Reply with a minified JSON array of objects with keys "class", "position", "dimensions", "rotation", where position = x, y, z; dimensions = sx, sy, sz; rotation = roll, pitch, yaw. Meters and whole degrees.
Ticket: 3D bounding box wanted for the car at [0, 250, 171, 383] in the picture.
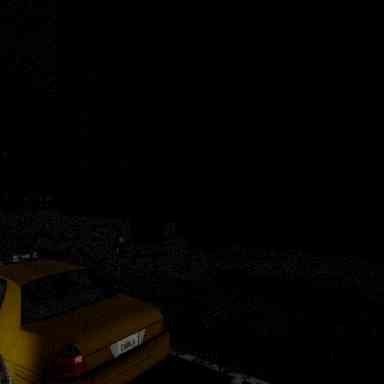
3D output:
[{"class":"car","position":[-2.536,1.525,4.766],"dimensions":[4.829,1.417,1.752],"rotation":[0,0,35]}]
